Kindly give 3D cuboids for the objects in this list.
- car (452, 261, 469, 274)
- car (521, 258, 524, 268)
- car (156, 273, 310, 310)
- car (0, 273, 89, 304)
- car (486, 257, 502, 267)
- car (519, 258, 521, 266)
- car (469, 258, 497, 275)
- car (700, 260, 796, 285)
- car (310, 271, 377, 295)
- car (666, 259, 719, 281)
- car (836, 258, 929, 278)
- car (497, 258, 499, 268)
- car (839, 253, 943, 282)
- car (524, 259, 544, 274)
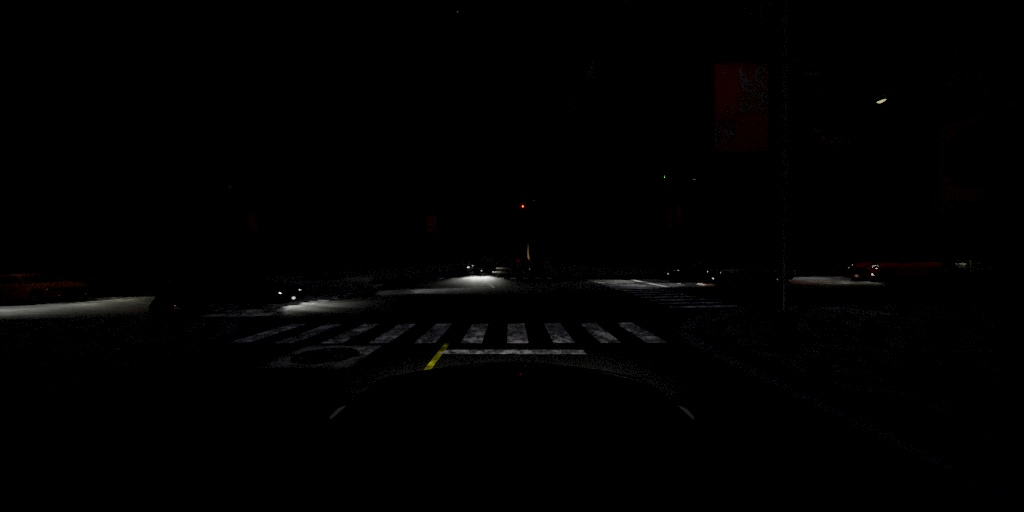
[{"bbox_3d":[-5.812,1.305,41.204,2.007,1.370,4.403,0,0,0],"label":"car"},{"bbox_3d":[2.655,1.303,52.135,1.888,1.381,4.507,0,0,0],"label":"car"},{"bbox_3d":[-12.291,1.503,15.779,5.357,1.411,2.033,-1,0,0],"label":"car"},{"bbox_3d":[-25.590,1.676,19.001,5.008,1.535,1.882,-1,0,0],"label":"car"},{"bbox_3d":[-3.233,1.289,63.334,1.812,1.442,4.674,0,0,0],"label":"car"},{"bbox_3d":[2.626,1.311,57.579,2.007,1.370,4.403,0,0,0],"label":"car"},{"bbox_3d":[-3.135,1.246,39.173,2.128,1.511,4.902,0,0,0],"label":"car"},{"bbox_3d":[14.831,1.059,22.537,4.718,1.301,1.895,-1,0,0],"label":"car"},{"bbox_3d":[-10.021,1.498,19.900,4.718,1.301,1.895,-2,1,-13],"label":"car"},{"bbox_3d":[13.688,0.964,25.794,4.902,1.511,2.128,-1,0,0],"label":"car"},{"bbox_3d":[26.581,0.847,25.811,4.718,1.301,1.895,-1,0,0],"label":"car"},{"bbox_3d":[-3.191,1.305,49.521,2.033,1.411,5.357,0,0,0],"label":"car"},{"bbox_3d":[23.921,0.653,22.554,4.553,1.767,2.097,-1,0,0],"label":"car"},{"bbox_3d":[2.713,1.305,41.246,2.007,1.370,4.403,0,0,0],"label":"car"}]
